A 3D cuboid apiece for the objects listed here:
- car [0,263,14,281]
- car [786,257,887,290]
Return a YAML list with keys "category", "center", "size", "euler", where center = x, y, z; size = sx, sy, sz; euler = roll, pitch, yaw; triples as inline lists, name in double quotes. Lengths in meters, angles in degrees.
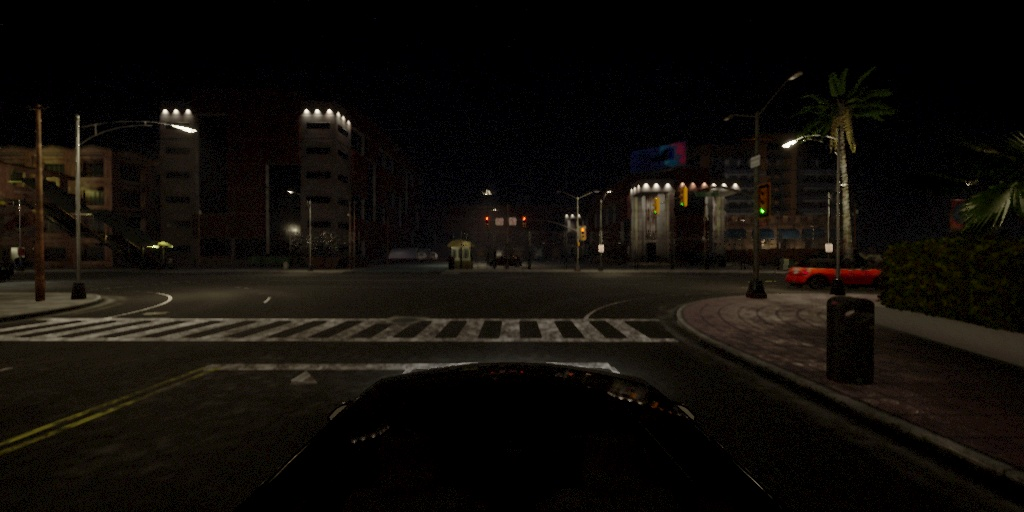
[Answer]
- category: "car"
  center: [-38.147, 0.777, 24.663]
  size: [5.566, 2.045, 2.150]
  euler: [0, 0, 0]
- category: "car"
  center: [18.146, 0.947, 19.854]
  size: [4.553, 1.767, 2.097]
  euler: [0, 1, 11]
